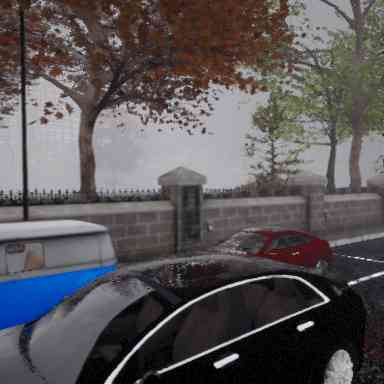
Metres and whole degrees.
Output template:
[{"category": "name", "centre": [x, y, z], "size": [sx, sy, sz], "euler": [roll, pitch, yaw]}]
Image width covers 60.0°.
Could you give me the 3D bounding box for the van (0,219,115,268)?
[{"category": "van", "centre": [-2.986, 1.343, 4.430], "size": [3.998, 1.788, 1.690], "euler": [-1, 1, -36]}]

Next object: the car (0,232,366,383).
[{"category": "car", "centre": [-0.198, 1.479, 3.238], "size": [4.892, 1.490, 1.837], "euler": [-1, 1, -36]}]

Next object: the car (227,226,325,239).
[{"category": "car", "centre": [1.597, 1.491, 7.707], "size": [4.206, 1.307, 1.802], "euler": [-1, 1, -36]}]
